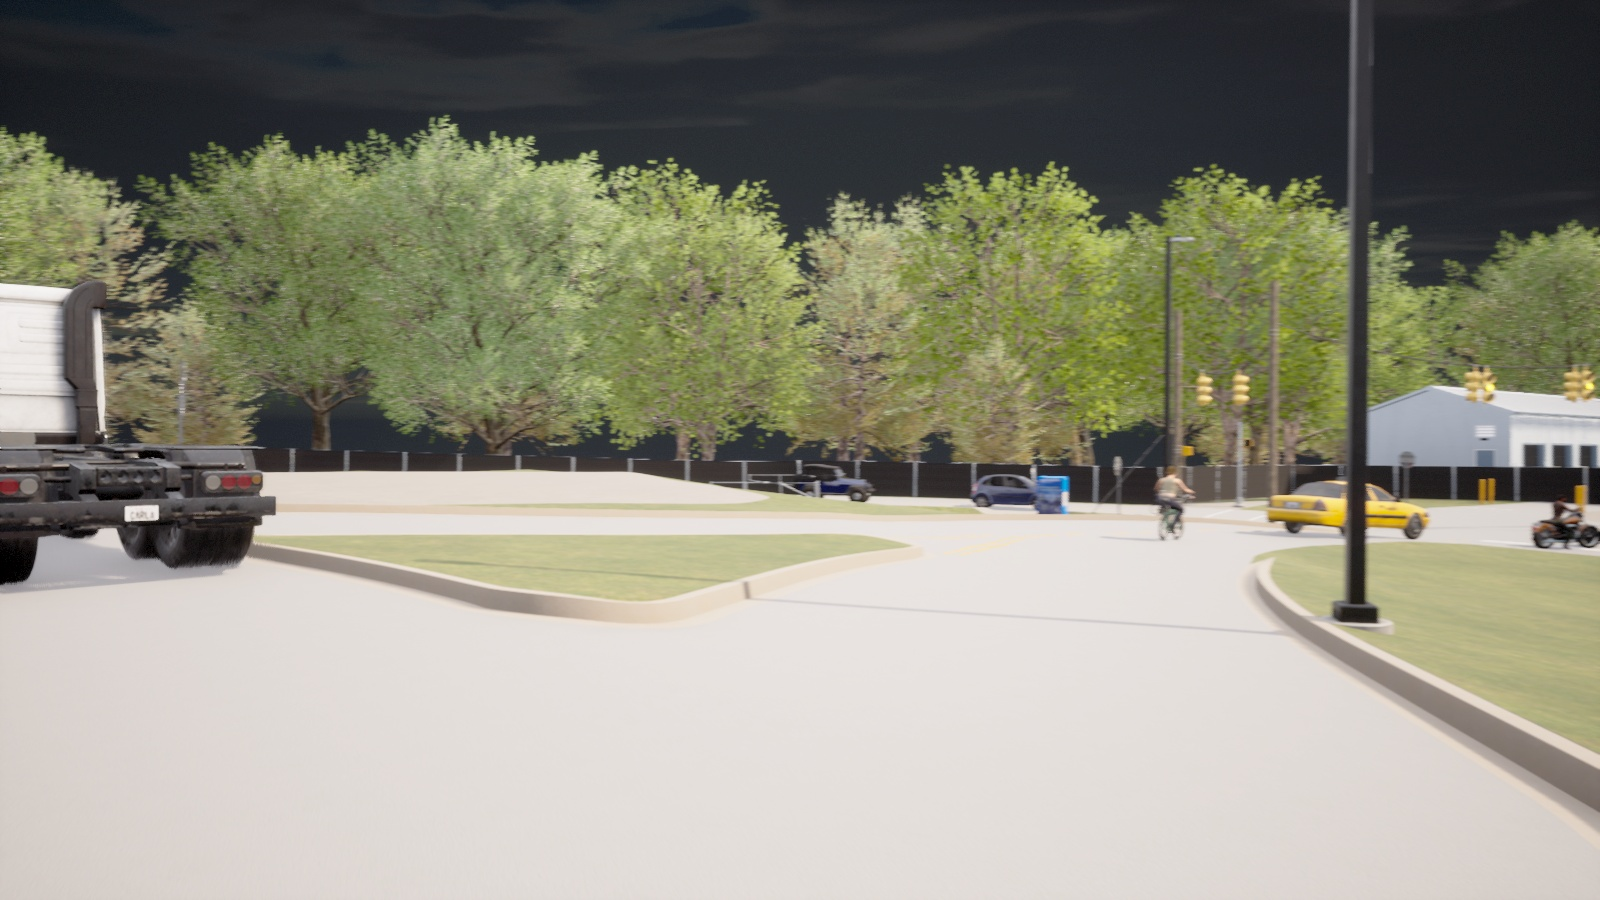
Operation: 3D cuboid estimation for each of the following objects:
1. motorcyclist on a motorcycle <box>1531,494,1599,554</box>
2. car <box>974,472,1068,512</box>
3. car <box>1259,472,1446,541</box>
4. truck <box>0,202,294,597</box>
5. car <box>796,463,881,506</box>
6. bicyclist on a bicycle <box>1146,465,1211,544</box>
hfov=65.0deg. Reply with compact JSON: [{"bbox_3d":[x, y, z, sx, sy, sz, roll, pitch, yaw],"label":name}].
[{"bbox_3d":[22.403,2.119,36.282,2.350,1.649,0.766,1,1,-16],"label":"motorcyclist on a motorcycle"},{"bbox_3d":[10.316,1.939,58.548,3.988,1.617,1.851,1,2,21],"label":"car"},{"bbox_3d":[14.480,1.495,32.787,5.366,1.575,1.801,3,-1,-34],"label":"car"},{"bbox_3d":[-9.018,-0.500,14.613,7.936,3.462,2.891,1,1,45],"label":"truck"},{"bbox_3d":[1.904,1.658,61.156,3.866,1.878,1.905,1,2,12],"label":"car"},{"bbox_3d":[8.110,1.169,26.884,0.866,1.612,1.509,2,-1,35],"label":"bicyclist on a bicycle"}]
